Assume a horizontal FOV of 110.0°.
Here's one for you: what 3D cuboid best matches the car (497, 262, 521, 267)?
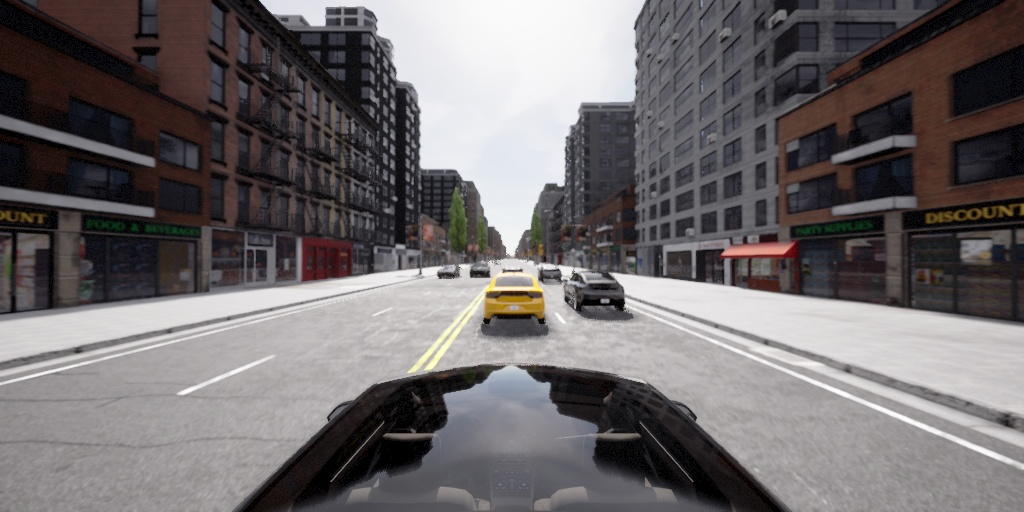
[{"bbox_3d":[0.065,1.513,32.091,2.128,1.511,4.902,0,-1,0],"label":"car"}]

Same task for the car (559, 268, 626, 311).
[{"bbox_3d":[3.329,1.377,15.196,1.837,1.490,4.892,0,0,0],"label":"car"}]

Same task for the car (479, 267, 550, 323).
[{"bbox_3d":[0.077,1.326,12.633,1.882,1.535,5.008,0,0,0],"label":"car"}]

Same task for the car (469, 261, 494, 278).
[{"bbox_3d":[-3.378,1.432,38.747,2.097,1.767,4.553,0,-1,0],"label":"car"}]

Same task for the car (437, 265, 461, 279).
[{"bbox_3d":[-6.633,1.623,38.242,2.033,1.411,5.357,0,-1,0],"label":"car"}]

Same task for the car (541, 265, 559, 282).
[{"bbox_3d":[3.316,1.513,32.088,2.128,1.511,4.902,0,-1,0],"label":"car"}]
